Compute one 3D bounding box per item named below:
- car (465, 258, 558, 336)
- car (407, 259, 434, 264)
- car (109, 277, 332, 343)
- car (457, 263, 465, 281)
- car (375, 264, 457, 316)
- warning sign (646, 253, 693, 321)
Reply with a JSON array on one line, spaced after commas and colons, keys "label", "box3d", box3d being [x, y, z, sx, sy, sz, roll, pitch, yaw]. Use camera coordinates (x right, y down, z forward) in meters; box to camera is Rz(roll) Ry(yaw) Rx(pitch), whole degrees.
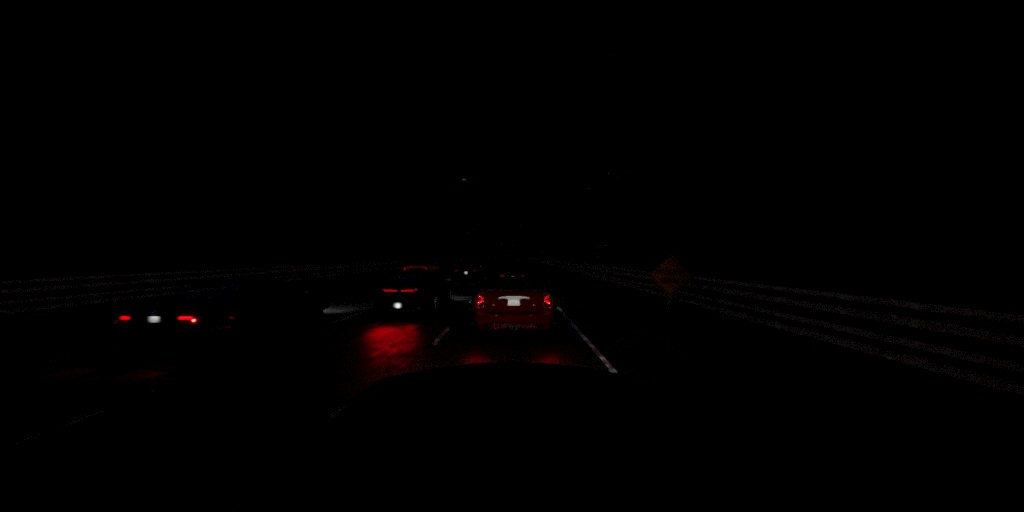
[{"label": "car", "box3d": [0.055, 1.074, 10.360, 2.097, 1.767, 4.553, 0, 0, 0]}, {"label": "car", "box3d": [-6.926, 1.009, 27.811, 2.097, 1.767, 4.553, 0, 0, 0]}, {"label": "car", "box3d": [-6.953, 1.270, 9.493, 2.033, 1.411, 5.357, 0, 0, 0]}, {"label": "car", "box3d": [-3.422, 1.219, 28.675, 1.994, 1.385, 4.181, 0, 0, 0]}, {"label": "car", "box3d": [-3.426, 1.216, 13.215, 1.837, 1.490, 4.892, 0, 1, 0]}, {"label": "warning sign", "box3d": [4.551, 0.835, 10.442, 1.300, 1.860, 1.060, 0, 0, 0]}]
